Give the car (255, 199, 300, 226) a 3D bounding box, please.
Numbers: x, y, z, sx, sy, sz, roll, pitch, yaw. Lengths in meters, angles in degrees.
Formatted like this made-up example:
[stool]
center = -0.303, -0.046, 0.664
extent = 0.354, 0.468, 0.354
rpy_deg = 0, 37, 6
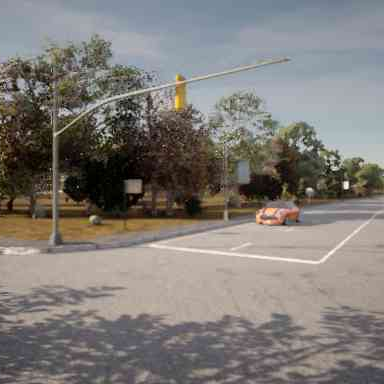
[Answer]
[car]
center = 6.234, 1.410, 23.935
extent = 2.097, 1.767, 4.553
rpy_deg = 0, 0, 32
